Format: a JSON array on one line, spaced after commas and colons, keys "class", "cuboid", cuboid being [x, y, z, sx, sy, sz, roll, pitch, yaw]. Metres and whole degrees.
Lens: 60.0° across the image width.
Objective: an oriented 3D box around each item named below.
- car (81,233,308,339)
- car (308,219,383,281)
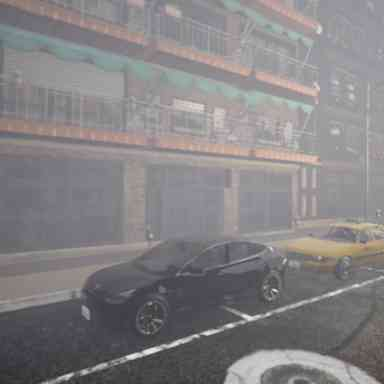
[{"class": "car", "cuboid": [0.078, 1.555, 6.597, 4.313, 1.339, 1.947, 0, 1, -35]}, {"class": "car", "cuboid": [4.559, 1.497, 9.786, 4.829, 1.417, 1.752, 0, 1, -35]}]
